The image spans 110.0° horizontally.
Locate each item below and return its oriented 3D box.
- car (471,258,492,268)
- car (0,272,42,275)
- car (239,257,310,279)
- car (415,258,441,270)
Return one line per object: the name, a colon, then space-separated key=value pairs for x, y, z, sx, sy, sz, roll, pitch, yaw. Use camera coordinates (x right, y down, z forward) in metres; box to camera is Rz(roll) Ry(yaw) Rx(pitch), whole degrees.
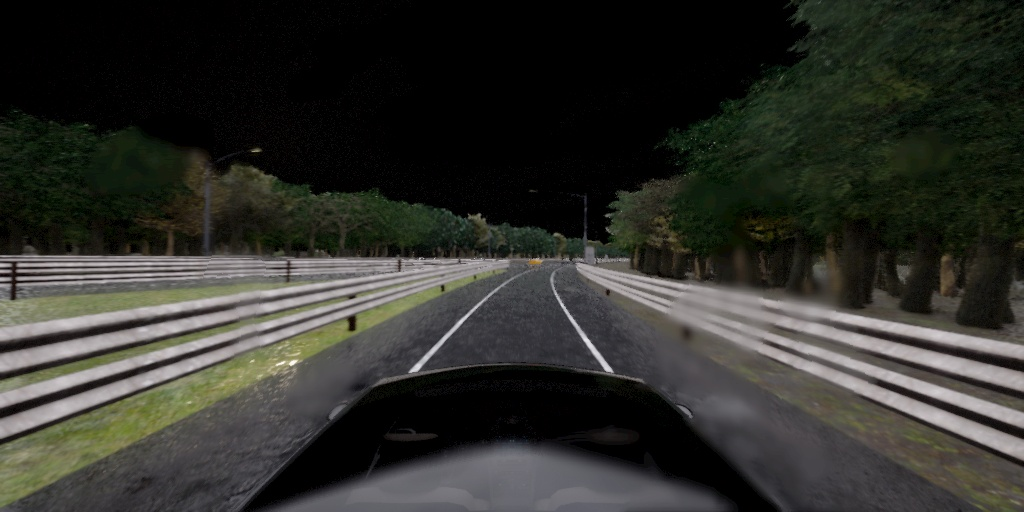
car: x=-4.852 y=1.114 z=58.185 sx=1.882 sy=1.535 sz=5.008 roll=1 pitch=0 yaw=23
car: x=-25.865 y=0.784 z=16.865 sx=1.812 sy=1.442 sz=4.674 roll=1 pitch=0 yaw=23
car: x=-17.759 y=0.863 z=27.217 sx=1.837 sy=1.490 sz=4.892 roll=1 pitch=0 yaw=23
car: x=-10.226 y=1.011 z=45.291 sx=2.128 sy=1.511 sz=4.902 roll=1 pitch=0 yaw=23
